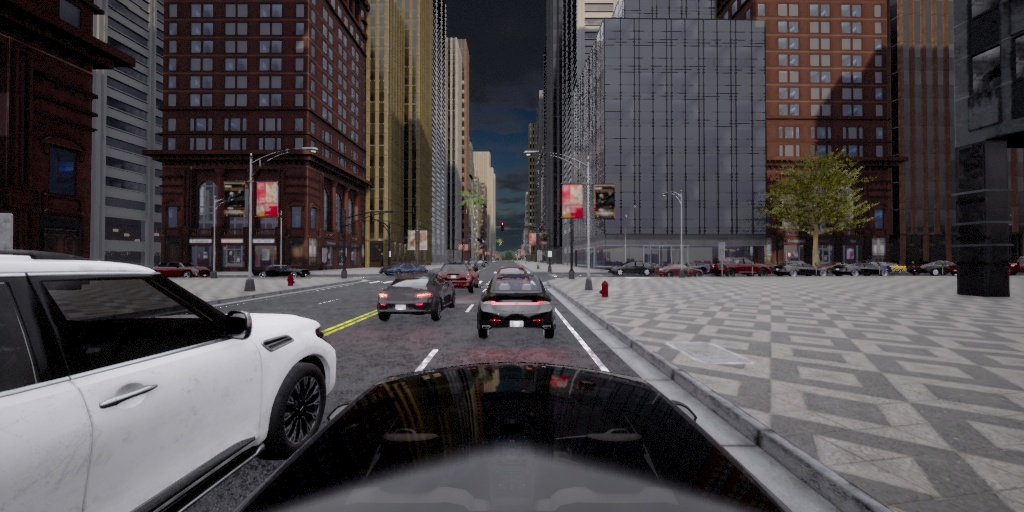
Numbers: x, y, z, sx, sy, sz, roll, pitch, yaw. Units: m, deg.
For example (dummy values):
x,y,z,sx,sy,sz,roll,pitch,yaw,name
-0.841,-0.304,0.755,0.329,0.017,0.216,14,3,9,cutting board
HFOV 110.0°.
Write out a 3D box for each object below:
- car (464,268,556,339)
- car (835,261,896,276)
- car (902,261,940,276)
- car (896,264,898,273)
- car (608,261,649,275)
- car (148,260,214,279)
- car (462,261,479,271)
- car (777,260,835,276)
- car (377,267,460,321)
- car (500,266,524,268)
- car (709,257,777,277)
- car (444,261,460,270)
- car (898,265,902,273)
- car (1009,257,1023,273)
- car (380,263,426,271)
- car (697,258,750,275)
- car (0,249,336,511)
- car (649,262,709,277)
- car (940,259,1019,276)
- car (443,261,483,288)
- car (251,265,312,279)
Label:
x,y,z,sx,sy,sz,roll,pitch,yaw,name
0.099,1.248,10.124,2.128,1.511,4.902,0,0,0,car
32.231,1.258,33.241,4.313,1.339,1.948,0,0,-1,car
42.856,1.204,36.031,4.892,1.490,1.837,0,-1,-1,car
38.550,1.271,39.087,4.674,1.442,1.812,0,-1,-1,car
12.851,1.326,38.718,4.892,1.490,1.837,0,-1,-1,car
-32.215,1.322,35.023,4.553,1.767,2.097,0,-1,0,car
-6.586,1.493,56.846,2.128,1.511,4.902,0,0,0,car
26.594,1.274,33.154,4.313,1.339,1.948,0,0,-1,car
-3.149,1.287,12.437,1.812,1.442,4.674,0,0,0,car
0.001,1.259,19.625,1.882,1.535,5.008,0,0,0,car
20.957,1.040,33.067,5.009,1.841,2.192,0,0,-1,car
-9.835,1.539,58.667,1.812,1.442,4.674,0,-1,0,car
43.211,1.294,41.936,4.829,1.417,1.751,0,0,-1,car
49.145,0.971,33.502,5.009,1.841,2.192,0,0,-1,car
-11.954,1.445,39.944,2.033,1.411,5.357,-1,0,37,car
22.878,1.140,38.873,4.553,1.767,2.097,0,-1,-1,car
-3.150,0.972,1.874,2.150,2.045,5.566,0,0,0,car
15.318,1.326,32.980,4.207,1.307,1.802,0,0,-1,car
43.507,1.212,33.416,4.507,1.381,1.888,0,0,-1,car
-3.148,1.141,21.417,2.097,1.767,4.553,0,0,0,car
-22.397,1.526,35.011,4.718,1.301,1.895,0,-1,-3,car
